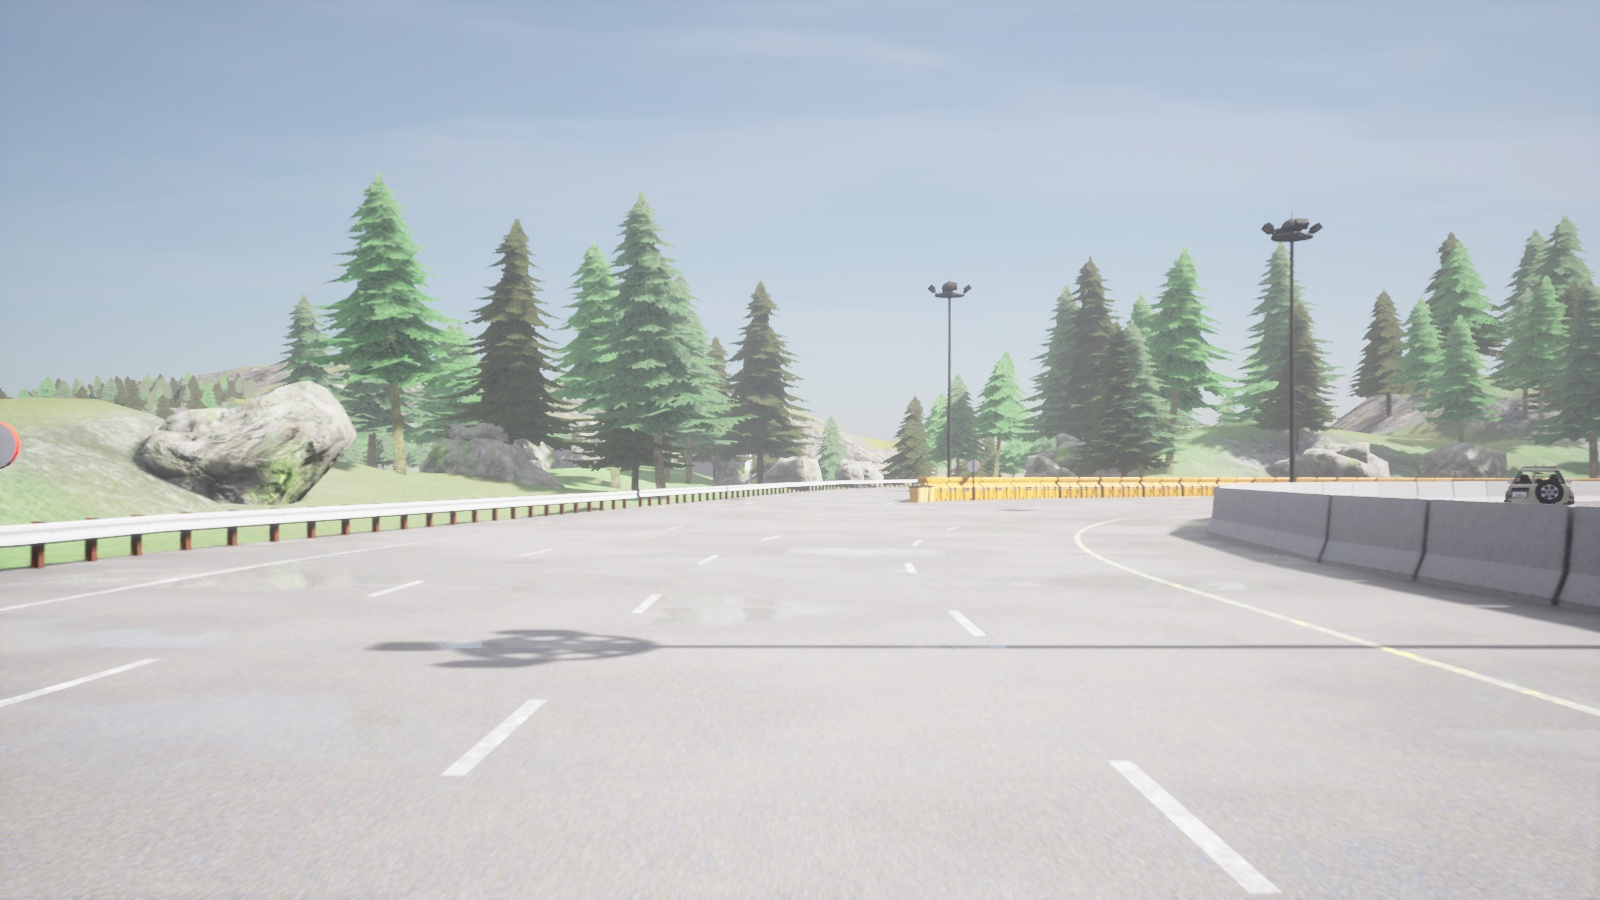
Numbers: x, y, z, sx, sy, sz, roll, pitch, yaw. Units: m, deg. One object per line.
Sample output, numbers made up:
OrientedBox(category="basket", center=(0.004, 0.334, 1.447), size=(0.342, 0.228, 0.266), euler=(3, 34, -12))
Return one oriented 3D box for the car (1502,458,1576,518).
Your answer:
OrientedBox(category="car", center=(24.140, 1.217, 41.022), size=(1.932, 1.855, 4.605), euler=(-1, -1, 31))
